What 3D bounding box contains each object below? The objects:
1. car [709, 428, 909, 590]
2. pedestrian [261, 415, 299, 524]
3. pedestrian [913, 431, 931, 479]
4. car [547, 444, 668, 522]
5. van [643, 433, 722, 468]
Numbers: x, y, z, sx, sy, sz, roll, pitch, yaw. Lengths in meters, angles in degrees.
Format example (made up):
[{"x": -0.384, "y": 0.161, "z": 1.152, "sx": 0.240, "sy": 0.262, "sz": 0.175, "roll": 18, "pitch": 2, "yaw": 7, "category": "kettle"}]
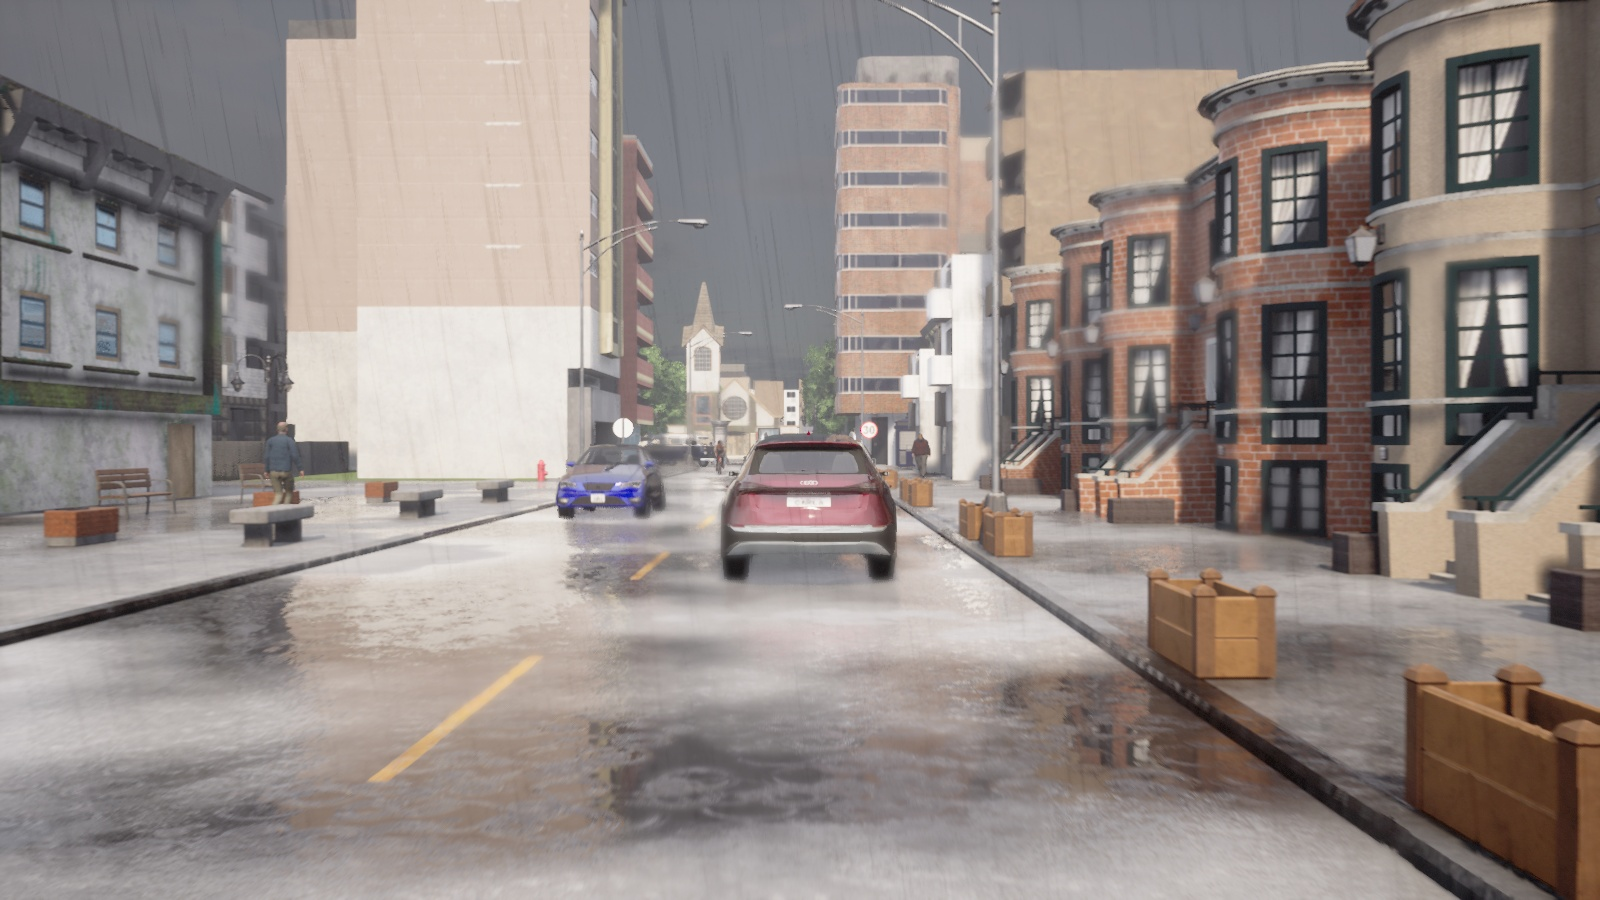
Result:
[{"x": 0.103, "y": 0.591, "z": 15.238, "sx": 2.033, "sy": 1.649, "sz": 4.856, "roll": 0, "pitch": 0, "yaw": 0, "category": "car"}, {"x": -8.979, "y": 0.327, "z": 21.689, "sx": 0.402, "sy": 1.842, "sz": 0.726, "roll": 0, "pitch": 0, "yaw": -4, "category": "pedestrian"}, {"x": 4.707, "y": 0.188, "z": 48.301, "sx": 0.634, "sy": 1.844, "sz": 0.899, "roll": 0, "pitch": 0, "yaw": 10, "category": "pedestrian"}, {"x": -3.838, "y": 0.612, "z": 25.725, "sx": 1.816, "sy": 1.474, "sz": 4.193, "roll": 0, "pitch": 0, "yaw": 0, "category": "car"}, {"x": -7.212, "y": 0.030, "z": 77.136, "sx": 4.480, "sy": 2.038, "sz": 2.069, "roll": 0, "pitch": -1, "yaw": 31, "category": "van"}]
